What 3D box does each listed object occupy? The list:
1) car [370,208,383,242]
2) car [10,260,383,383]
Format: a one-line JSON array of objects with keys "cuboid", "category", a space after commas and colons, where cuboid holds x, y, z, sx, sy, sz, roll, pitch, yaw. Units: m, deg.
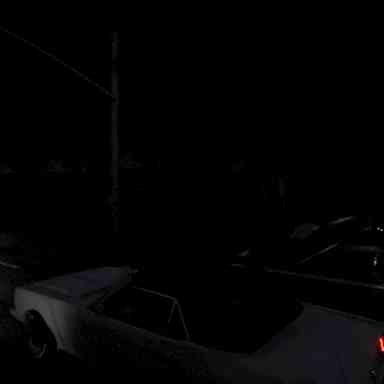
[{"cuboid": [9.540, 1.459, 15.318, 1.837, 1.490, 4.892, 0, 0, 35], "category": "car"}, {"cuboid": [-0.307, 1.584, 4.215, 4.718, 1.301, 1.895, 0, 0, 36], "category": "car"}]
